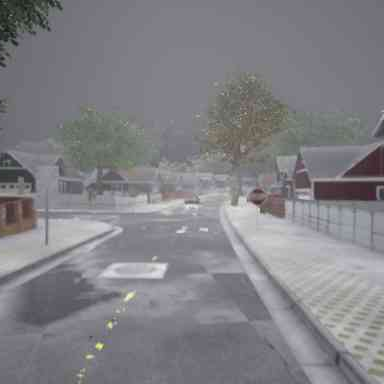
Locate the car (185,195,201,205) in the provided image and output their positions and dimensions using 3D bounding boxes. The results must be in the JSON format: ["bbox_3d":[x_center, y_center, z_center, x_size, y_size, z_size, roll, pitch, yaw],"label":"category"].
[{"bbox_3d":[0.128,1.161,48.239,1.994,1.385,4.181,0,1,7],"label":"car"}]
